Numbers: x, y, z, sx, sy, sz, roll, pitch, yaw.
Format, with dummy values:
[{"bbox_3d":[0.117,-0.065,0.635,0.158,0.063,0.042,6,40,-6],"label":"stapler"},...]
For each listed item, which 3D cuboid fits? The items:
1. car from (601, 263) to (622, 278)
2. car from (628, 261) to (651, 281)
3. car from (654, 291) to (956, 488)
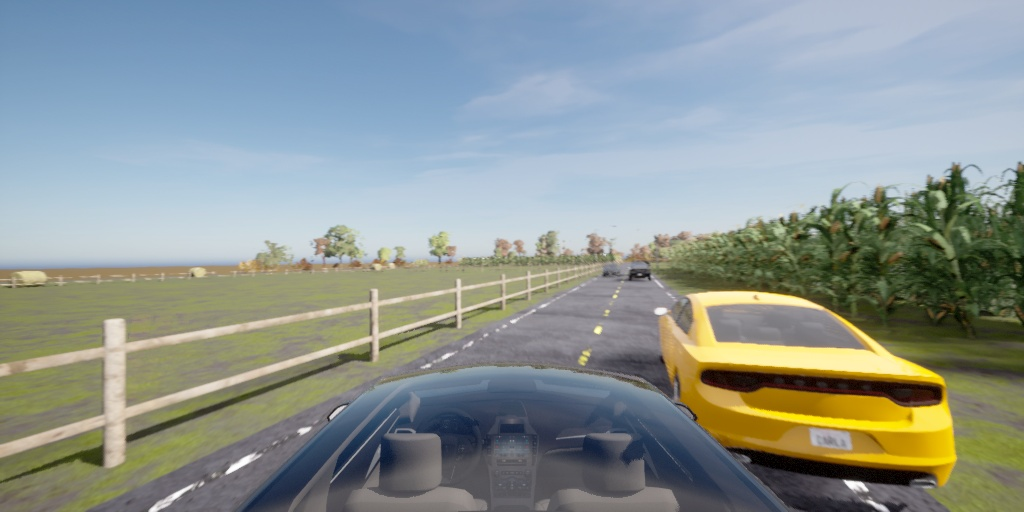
[{"bbox_3d":[10.904,1.552,39.310,1.837,1.490,4.892,-1,-1,19],"label":"car"},{"bbox_3d":[11.717,1.433,32.917,1.882,1.535,5.008,-1,-1,19],"label":"car"},{"bbox_3d":[3.152,1.220,5.004,1.882,1.535,5.008,-1,-1,19],"label":"car"}]
